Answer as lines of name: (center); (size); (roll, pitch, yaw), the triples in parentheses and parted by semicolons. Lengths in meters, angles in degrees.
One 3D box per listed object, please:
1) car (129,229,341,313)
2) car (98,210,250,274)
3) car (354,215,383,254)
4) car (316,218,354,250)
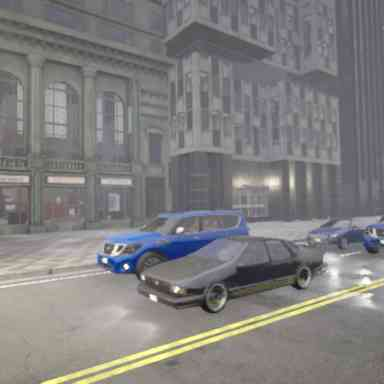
car: (1.331, 1.875, 8.603); (5.357, 1.411, 2.033); (1, -3, -36)
car: (-0.331, 1.685, 11.430); (5.566, 2.045, 2.150); (1, -3, -36)
car: (9.881, 1.662, 14.894); (5.566, 2.045, 2.150); (1, -3, -36)
car: (7.998, 2.098, 17.532); (4.674, 1.442, 1.812); (1, -3, -36)
